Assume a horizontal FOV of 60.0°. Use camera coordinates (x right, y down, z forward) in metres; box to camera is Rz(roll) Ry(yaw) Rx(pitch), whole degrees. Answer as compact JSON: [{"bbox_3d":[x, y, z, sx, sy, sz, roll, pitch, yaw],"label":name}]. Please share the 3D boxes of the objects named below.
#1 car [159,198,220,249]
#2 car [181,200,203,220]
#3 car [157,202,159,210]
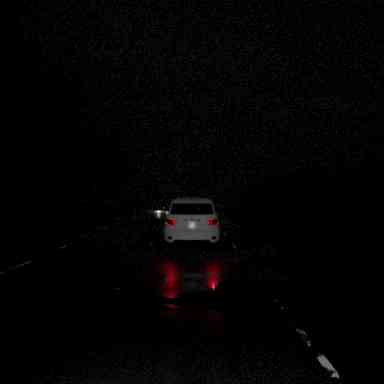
[{"bbox_3d":[0.000,1.264,14.696,2.150,2.045,5.566,0,0,0],"label":"car"},{"bbox_3d":[0.000,1.522,29.677,1.837,1.490,4.892,0,0,0],"label":"car"},{"bbox_3d":[-3.501,1.600,43.615,2.033,1.411,5.357,0,0,0],"label":"car"}]
